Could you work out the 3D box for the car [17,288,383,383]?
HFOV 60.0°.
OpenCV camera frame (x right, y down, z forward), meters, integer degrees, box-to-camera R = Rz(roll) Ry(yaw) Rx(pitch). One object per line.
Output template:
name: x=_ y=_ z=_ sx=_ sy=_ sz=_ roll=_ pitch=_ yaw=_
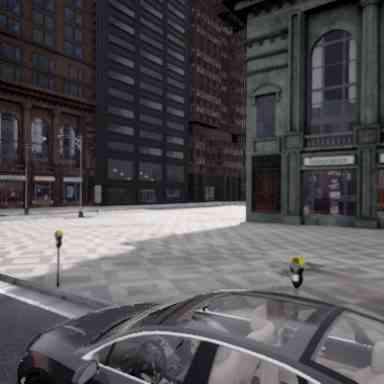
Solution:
car: x=0.255 y=1.554 z=2.771 sx=4.403 sy=1.369 sz=2.008 roll=0 pitch=1 yaw=36
